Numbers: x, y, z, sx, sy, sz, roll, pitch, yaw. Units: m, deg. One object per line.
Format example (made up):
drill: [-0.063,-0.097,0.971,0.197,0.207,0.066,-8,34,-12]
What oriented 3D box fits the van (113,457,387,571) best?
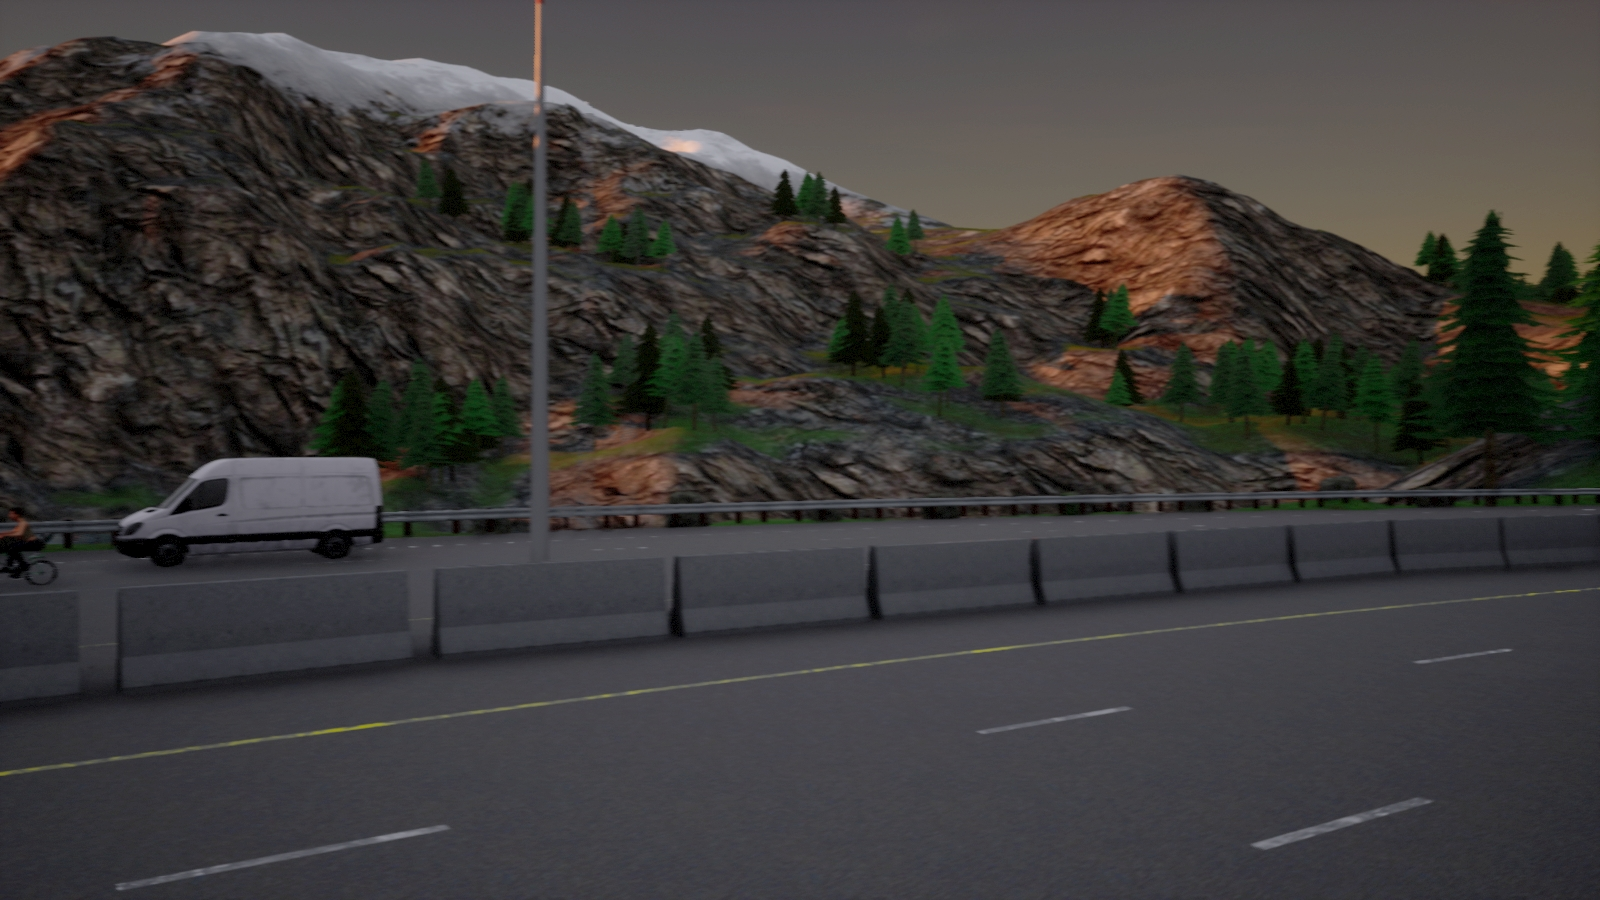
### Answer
van: [-13.562,1.466,28.361,5.915,2.561,1.988,0,0,-33]
